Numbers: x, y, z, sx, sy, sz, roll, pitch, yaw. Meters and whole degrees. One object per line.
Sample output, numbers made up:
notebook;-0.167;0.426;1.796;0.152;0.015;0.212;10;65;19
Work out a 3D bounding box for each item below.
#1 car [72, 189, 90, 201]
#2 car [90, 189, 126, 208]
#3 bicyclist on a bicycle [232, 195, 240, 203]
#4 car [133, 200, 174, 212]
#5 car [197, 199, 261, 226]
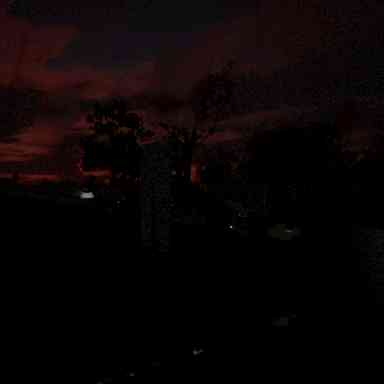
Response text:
car;-18.728;0.457;56.842;2.150;2.045;5.566;0;1;-35
car;-9.666;0.736;38.828;2.150;2.045;5.566;0;1;-35
bicyclist on a bicycle;3.840;1.121;29.853;1.656;1.620;0.582;0;1;-35
car;-3.521;1.250;29.970;1.895;1.301;4.718;0;1;-35
car;2.291;1.255;21.604;1.882;1.535;5.008;0;1;-35
